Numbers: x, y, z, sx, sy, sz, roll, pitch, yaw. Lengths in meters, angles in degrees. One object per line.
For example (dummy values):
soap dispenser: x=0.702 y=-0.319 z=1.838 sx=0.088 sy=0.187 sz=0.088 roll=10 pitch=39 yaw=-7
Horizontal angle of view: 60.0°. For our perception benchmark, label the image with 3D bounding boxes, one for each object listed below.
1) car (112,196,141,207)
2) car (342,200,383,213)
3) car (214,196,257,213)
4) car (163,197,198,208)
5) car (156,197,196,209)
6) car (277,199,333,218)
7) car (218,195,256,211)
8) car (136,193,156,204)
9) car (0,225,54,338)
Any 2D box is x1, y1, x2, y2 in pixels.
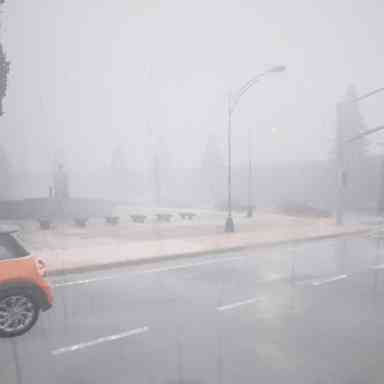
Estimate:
car: x=-10.653 y=1.601 z=50.498 sx=4.718 sy=1.301 sz=1.895 roll=0 pitch=0 yaw=25
car: x=18.917 y=1.564 z=36.977 sx=1.994 sy=1.385 sz=4.181 roll=0 pitch=0 yaw=-35
car: x=4.845 y=1.547 z=38.117 sx=2.033 sy=1.411 sz=5.357 roll=0 pitch=0 yaw=-38
car: x=-1.782 y=1.478 z=49.258 sx=5.008 sy=1.535 sz=1.882 roll=0 pitch=0 yaw=35
car: x=-2.136 y=1.505 z=45.165 sx=4.892 sy=1.490 sz=1.837 roll=0 pitch=0 yaw=38
car: x=10.476 y=1.526 z=30.403 sx=1.812 sy=1.442 sz=4.674 roll=0 pitch=0 yaw=-35
car: x=5.645 y=1.352 z=42.424 sx=2.097 sy=1.767 sz=4.553 roll=0 pitch=0 yaw=-42
car: x=-9.154 y=1.221 z=61.281 sx=5.566 sy=2.045 sz=2.150 roll=0 pitch=0 yaw=22
car: x=-4.628 y=1.352 z=5.001 sx=4.553 sy=1.767 sz=2.097 roll=0 pitch=0 yaw=-35
